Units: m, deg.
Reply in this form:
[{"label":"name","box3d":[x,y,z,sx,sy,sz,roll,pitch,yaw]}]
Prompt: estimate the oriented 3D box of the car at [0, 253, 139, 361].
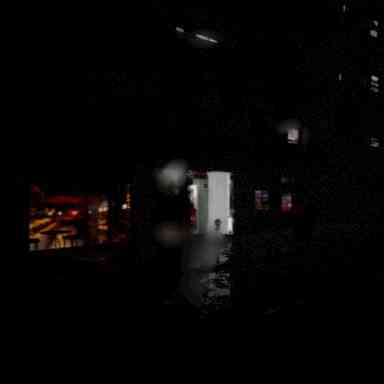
[{"label":"car","box3d":[-2.791,1.574,4.576,4.206,1.307,1.802,-1,1,-35]}]
